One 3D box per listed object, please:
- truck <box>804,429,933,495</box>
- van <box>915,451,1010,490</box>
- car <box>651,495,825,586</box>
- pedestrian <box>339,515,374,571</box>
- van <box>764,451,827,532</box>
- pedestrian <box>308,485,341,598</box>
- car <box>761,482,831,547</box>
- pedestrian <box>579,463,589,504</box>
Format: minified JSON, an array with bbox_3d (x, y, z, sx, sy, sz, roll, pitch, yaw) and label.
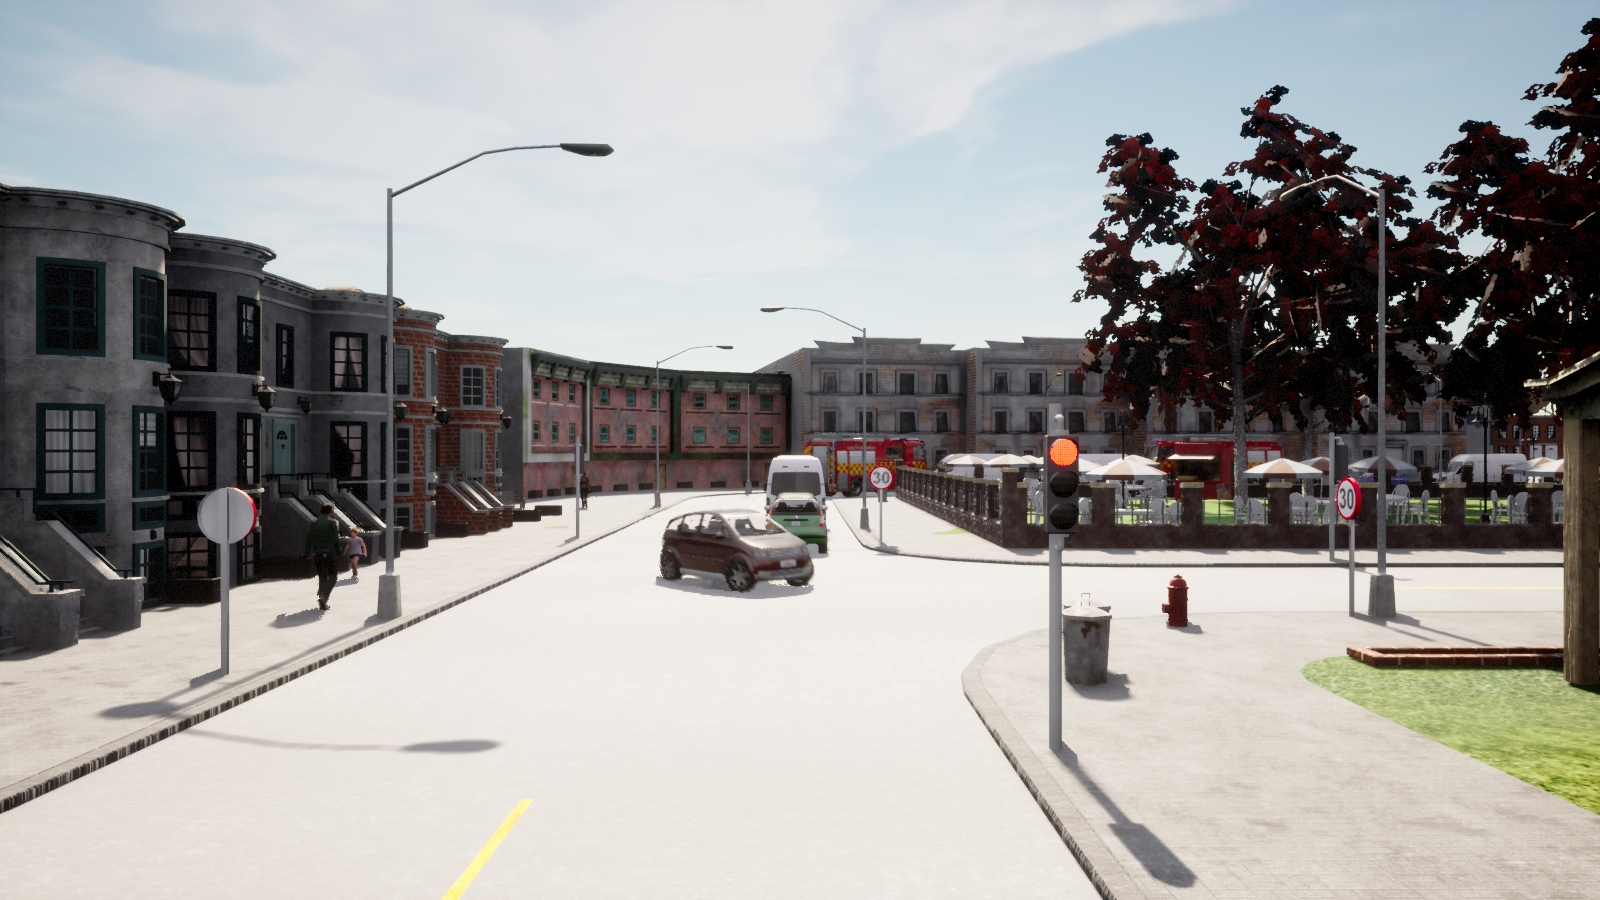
[{"bbox_3d":[4.295,0.672,70.228,8.468,3.827,2.891,0,0,-43],"label":"truck"},{"bbox_3d":[10.550,1.314,74.428,5.915,2.561,1.988,0,0,0],"label":"van"},{"bbox_3d":[-1.366,1.805,23.902,1.789,1.549,3.705,-2,1,-39],"label":"car"},{"bbox_3d":[-9.123,1.904,23.500,0.500,1.100,0.500,0,0,8],"label":"pedestrian"},{"bbox_3d":[-0.147,1.315,39.074,1.988,2.561,5.915,0,0,0],"label":"van"},{"bbox_3d":[-7.963,1.524,19.132,0.375,1.860,0.375,0,0,8],"label":"pedestrian"},{"bbox_3d":[-0.119,1.779,32.373,1.851,1.617,3.988,0,0,0],"label":"car"},{"bbox_3d":[-9.808,1.525,51.992,0.375,1.860,0.375,0,0,2],"label":"pedestrian"}]
